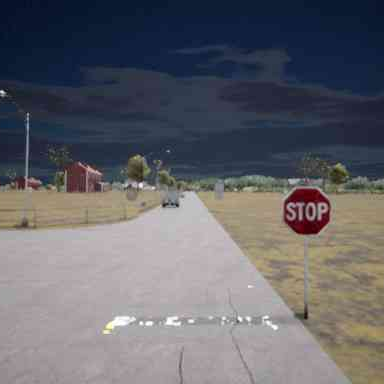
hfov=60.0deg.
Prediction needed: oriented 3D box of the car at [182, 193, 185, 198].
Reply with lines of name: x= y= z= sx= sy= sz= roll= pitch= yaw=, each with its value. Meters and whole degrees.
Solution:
car: x=-2.825 y=0.894 z=83.820 sx=1.994 sy=1.385 sz=4.181 roll=0 pitch=1 yaw=0

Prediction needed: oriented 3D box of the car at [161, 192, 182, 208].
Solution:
car: x=-2.768 y=1.008 z=44.097 sx=2.150 sy=2.045 sz=5.566 roll=0 pitch=1 yaw=0
